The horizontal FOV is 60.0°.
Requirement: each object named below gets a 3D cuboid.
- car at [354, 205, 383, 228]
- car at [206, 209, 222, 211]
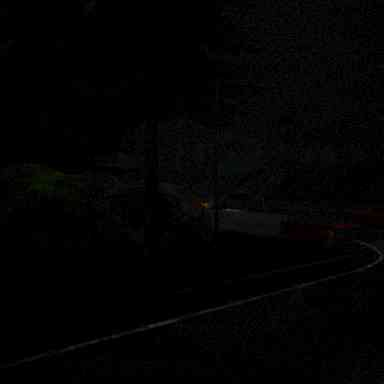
[{"bbox_3d":[12.824,1.577,20.813,1.882,1.535,5.008,0,0,-36],"label":"car"},{"bbox_3d":[1.934,1.563,41.727,1.882,1.535,5.008,0,0,-36],"label":"car"}]
